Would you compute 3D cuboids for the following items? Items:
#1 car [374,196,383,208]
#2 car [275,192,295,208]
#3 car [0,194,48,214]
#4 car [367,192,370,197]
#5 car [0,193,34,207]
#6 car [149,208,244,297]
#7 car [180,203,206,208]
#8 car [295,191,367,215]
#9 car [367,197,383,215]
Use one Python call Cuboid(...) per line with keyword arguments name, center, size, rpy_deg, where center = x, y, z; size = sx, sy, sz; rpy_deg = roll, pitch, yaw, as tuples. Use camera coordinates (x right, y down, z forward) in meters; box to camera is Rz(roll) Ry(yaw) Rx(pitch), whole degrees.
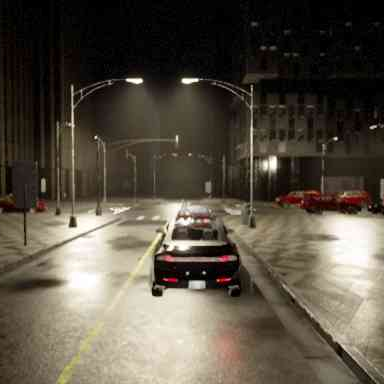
Cuboid(name="car", center=(23.328, 1.123, 37.748), size=(4.313, 1.339, 1.947), rpy_deg=(0, 1, 0))
Cuboid(name="car", center=(12.044, 0.815, 37.688), size=(5.009, 1.841, 2.192), rpy_deg=(0, 1, 0))
Cuboid(name="car", center=(-14.968, 1.173, 29.043), size=(4.507, 1.381, 1.887), rpy_deg=(0, 1, 0))
Cuboid(name="car", center=(17.687, 0.843, 37.715), size=(5.009, 1.841, 2.192), rpy_deg=(0, 1, 0))
Cuboid(name="car", center=(-20.691, 0.877, 37.538), size=(4.829, 1.417, 1.752), rpy_deg=(0, 1, 0))
Cuboid(name="car", center=(0.086, 1.377, 8.248), size=(2.128, 1.511, 4.902), rpy_deg=(0, 1, 0))
Cuboid(name="car", center=(0.071, 1.306, 17.957), size=(2.033, 1.411, 5.357), rpy_deg=(0, 1, 0))
Cuboid(name="car", center=(12.074, 1.068, 29.167), size=(5.009, 1.841, 2.192), rpy_deg=(0, 1, 0))
Cuboid(name="car", center=(17.716, 1.347, 29.200), size=(4.313, 1.339, 1.947), rpy_deg=(0, 1, 0))
